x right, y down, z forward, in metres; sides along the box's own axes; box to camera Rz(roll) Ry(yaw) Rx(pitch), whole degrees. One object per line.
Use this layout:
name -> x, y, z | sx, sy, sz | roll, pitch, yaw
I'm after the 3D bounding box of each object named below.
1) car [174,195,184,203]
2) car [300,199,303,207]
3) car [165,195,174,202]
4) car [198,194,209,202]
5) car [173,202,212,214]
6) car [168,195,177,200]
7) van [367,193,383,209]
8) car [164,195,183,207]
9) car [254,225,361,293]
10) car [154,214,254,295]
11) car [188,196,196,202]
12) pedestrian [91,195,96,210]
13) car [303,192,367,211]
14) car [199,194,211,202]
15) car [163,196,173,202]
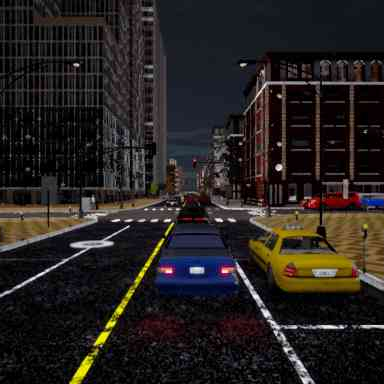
car -> -2.762, 1.490, 71.333 | 1.882, 1.535, 5.008 | 0, 0, 0
car -> 15.307, 1.099, 38.924 | 5.009, 1.841, 2.192 | -1, 1, -1
car -> -5.331, 1.559, 80.155 | 1.887, 1.381, 4.507 | 0, 0, 0
car -> 2.551, 1.328, 74.564 | 2.192, 1.841, 5.009 | 0, 0, 0
car -> 0.080, 1.507, 18.620 | 1.837, 1.490, 4.892 | 0, 0, 0
car -> -5.332, 1.568, 91.341 | 2.008, 1.369, 4.403 | 0, 0, 0
van -> 20.963, 1.054, 38.985 | 3.998, 1.788, 1.690 | -1, 1, -1
car -> -2.852, 1.499, 51.219 | 2.128, 1.511, 4.902 | 0, 0, 0
car -> 2.563, 1.526, 8.731 | 1.752, 1.417, 4.829 | 0, 0, 0
car -> 0.095, 1.548, 8.879 | 2.033, 1.411, 5.357 | 0, 0, 0
car -> -0.012, 1.566, 75.399 | 1.994, 1.385, 4.181 | 0, 0, 0
pedestrian -> -12.356, 1.275, 41.565 | 0.375, 1.860, 0.375 | 0, 1, -1
car -> 15.613, 1.006, 36.467 | 5.566, 2.045, 2.150 | -1, 0, -1
car -> 2.552, 1.325, 63.378 | 2.192, 1.841, 5.009 | 0, 0, 0
car -> -5.330, 1.564, 74.562 | 2.008, 1.369, 4.403 | 0, 0, 0
